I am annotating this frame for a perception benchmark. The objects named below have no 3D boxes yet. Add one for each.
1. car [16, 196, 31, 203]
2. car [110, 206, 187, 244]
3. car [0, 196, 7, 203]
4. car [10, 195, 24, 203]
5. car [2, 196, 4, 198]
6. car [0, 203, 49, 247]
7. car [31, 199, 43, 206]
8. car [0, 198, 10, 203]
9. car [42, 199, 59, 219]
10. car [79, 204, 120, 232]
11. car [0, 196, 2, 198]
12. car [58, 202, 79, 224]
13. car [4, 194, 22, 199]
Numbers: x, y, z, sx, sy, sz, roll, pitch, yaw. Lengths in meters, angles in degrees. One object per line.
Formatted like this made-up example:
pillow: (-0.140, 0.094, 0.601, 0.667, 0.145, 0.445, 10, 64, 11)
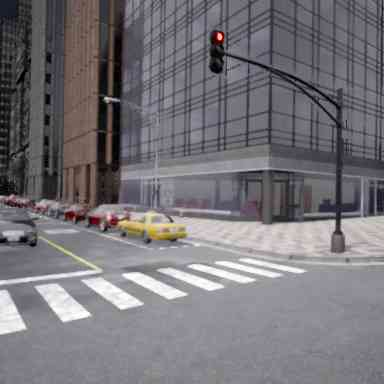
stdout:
car: (-20.937, 1.526, 42.751, 1.887, 1.381, 4.507, 2, -1, -35)
car: (-2.100, 1.594, 16.179, 1.752, 1.417, 4.829, 2, -1, -35)
car: (-39.873, 1.490, 69.463, 1.802, 1.307, 4.206, 2, -1, -35)
car: (-24.093, 1.512, 47.203, 1.887, 1.381, 4.507, 2, -1, -35)
car: (-30.405, 1.525, 56.107, 1.802, 1.307, 4.206, 2, -1, -35)
car: (-7.788, 1.424, 14.088, 2.128, 1.511, 4.902, 2, -1, -33)
car: (-14.623, 1.450, 33.849, 1.967, 1.590, 4.097, 2, -1, -35)
car: (-14.788, 1.390, 23.946, 2.128, 1.511, 4.902, 2, -1, -35)
car: (-11.470, 1.575, 29.395, 2.008, 1.369, 4.403, 2, -1, -35)
car: (-5.156, 1.494, 20.493, 1.967, 1.590, 4.097, 2, -1, -35)
car: (-36.717, 1.502, 65.011, 1.802, 1.307, 4.206, 2, -1, -35)
car: (-8.314, 1.584, 24.944, 1.887, 1.381, 4.507, 2, -1, -35)
car: (-27.245, 1.270, 51.658, 2.192, 1.841, 5.009, 2, -1, -35)
